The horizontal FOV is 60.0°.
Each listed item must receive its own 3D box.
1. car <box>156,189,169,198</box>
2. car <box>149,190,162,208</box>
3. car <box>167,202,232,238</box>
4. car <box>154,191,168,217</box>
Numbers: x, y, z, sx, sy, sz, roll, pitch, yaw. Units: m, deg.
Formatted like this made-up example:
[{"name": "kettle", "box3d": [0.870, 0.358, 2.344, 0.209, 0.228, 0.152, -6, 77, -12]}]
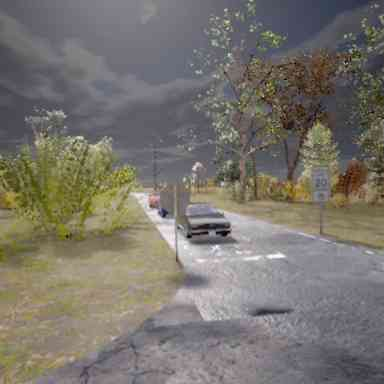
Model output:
[{"name": "car", "box3d": [-5.309, 0.306, 59.866, 1.812, 1.442, 4.674, -2, 1, -11]}, {"name": "car", "box3d": [-3.437, 0.661, 35.051, 2.097, 1.767, 4.553, -2, 1, -11]}, {"name": "car", "box3d": [0.304, 1.225, 15.970, 2.033, 1.411, 5.357, -2, 1, -11]}, {"name": "car", "box3d": [-1.522, 0.974, 25.258, 1.882, 1.535, 5.008, -2, 1, -11]}]
